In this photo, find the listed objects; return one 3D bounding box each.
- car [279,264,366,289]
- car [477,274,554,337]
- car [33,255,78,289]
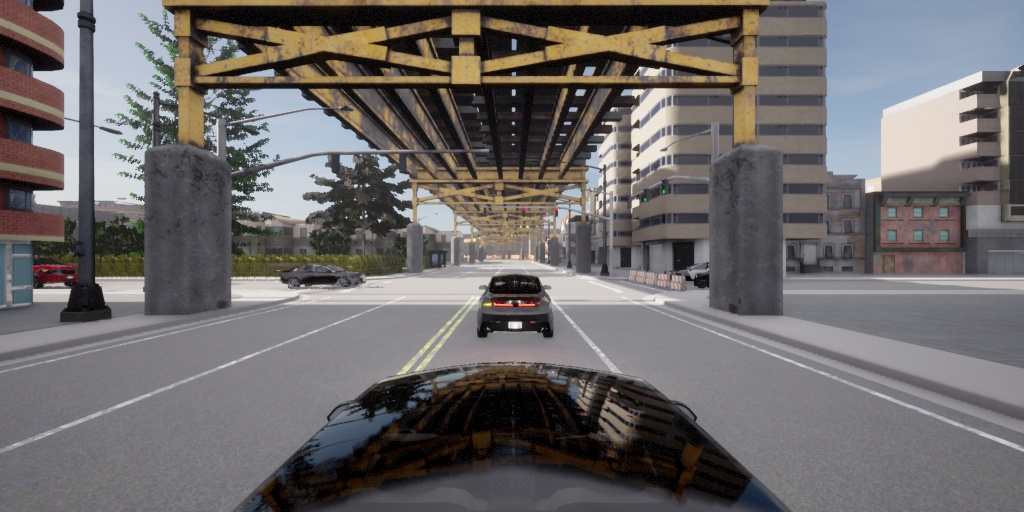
[{"bbox_3d":[-11.771,1.242,22.466,4.902,1.511,2.128,0,0,-3],"label":"car"},{"bbox_3d":[0.089,1.255,10.211,1.837,1.490,4.892,0,0,0],"label":"car"},{"bbox_3d":[-30.332,0.971,22.392,5.566,2.045,2.150,0,0,0],"label":"car"}]
